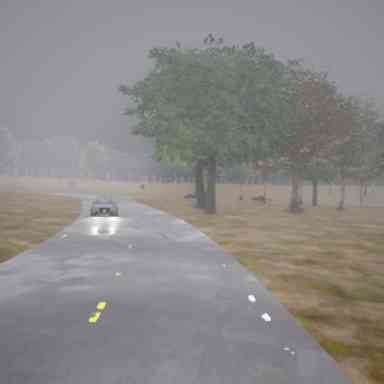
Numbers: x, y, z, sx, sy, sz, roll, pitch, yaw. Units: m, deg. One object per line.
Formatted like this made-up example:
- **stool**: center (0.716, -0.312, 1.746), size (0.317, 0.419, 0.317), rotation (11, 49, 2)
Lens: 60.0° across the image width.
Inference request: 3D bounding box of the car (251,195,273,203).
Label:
- **car**: center (15.441, 1.459, 72.667), size (5.008, 1.535, 1.882), rotation (2, 0, -21)

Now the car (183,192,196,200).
- **car**: center (0.490, 0.767, 66.975), size (4.674, 1.442, 1.812), rotation (3, -1, -21)

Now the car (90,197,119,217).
- **car**: center (-6.705, 1.111, 25.557), size (1.994, 1.385, 4.181), rotation (1, 1, -15)
